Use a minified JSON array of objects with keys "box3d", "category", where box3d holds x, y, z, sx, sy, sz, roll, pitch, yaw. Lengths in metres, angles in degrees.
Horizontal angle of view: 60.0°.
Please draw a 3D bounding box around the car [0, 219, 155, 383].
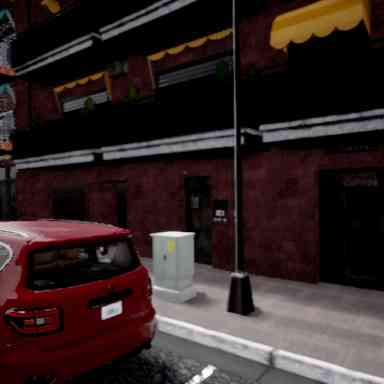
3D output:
[{"box3d":[-2.786,1.328,4.876,5.009,1.841,2.192,0,-1,35],"category":"car"}]
